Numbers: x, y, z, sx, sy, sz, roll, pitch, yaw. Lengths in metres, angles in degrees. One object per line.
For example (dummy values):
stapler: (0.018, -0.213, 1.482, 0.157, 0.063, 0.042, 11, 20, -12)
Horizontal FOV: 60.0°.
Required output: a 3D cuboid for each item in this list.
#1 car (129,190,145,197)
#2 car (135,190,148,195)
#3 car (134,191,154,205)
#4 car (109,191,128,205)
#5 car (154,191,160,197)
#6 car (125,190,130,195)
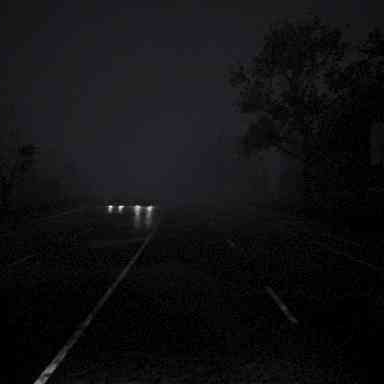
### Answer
car: (-12.386, 0.442, 76.723, 1.994, 1.385, 4.181, 0, 1, -24)
car: (-13.191, 0.126, 86.907, 1.812, 1.442, 4.674, 0, 1, -28)
car: (-6.427, 0.948, 44.400, 1.812, 1.442, 4.674, 0, 1, -10)
car: (-9.872, 0.994, 43.784, 2.033, 1.411, 5.357, 0, 1, -10)
car: (-8.918, 0.413, 77.528, 1.812, 1.442, 4.674, 0, 1, -24)
car: (-16.477, 0.107, 85.643, 1.882, 1.535, 5.008, 0, 1, -28)
